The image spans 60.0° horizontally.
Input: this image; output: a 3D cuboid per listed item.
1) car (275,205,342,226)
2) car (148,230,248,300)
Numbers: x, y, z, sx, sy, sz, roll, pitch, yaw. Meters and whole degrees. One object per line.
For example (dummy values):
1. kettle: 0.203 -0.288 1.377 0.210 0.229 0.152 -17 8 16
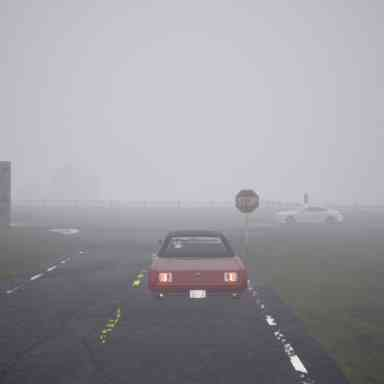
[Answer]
1. car: 8.451 1.679 24.247 4.674 1.442 1.812 1 -1 0
2. car: 0.074 1.603 8.386 1.895 1.301 4.718 0 0 -1
